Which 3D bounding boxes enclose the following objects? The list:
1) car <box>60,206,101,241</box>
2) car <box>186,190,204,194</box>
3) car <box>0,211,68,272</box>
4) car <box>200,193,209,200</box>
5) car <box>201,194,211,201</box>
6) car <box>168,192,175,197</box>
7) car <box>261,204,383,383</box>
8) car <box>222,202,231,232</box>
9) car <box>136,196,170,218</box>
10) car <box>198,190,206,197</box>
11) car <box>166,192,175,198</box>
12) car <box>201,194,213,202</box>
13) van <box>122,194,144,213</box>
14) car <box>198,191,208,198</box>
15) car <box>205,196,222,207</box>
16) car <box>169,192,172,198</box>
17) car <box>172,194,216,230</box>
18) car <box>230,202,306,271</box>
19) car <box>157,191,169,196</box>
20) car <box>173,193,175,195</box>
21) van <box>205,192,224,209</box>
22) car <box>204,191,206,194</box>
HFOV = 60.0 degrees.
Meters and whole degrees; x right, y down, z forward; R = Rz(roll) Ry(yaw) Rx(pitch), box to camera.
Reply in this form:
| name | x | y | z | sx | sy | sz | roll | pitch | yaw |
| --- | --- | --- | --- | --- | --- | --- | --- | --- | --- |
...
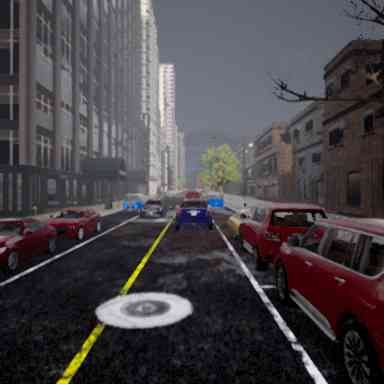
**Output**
| name | x | y | z | sx | sy | sz | roll | pitch | yaw |
| --- | --- | --- | --- | --- | --- | --- | --- | --- | --- |
| car | -5.675 | 1.417 | 16.020 | 1.887 | 1.381 | 4.507 | 1 | 0 | 0 |
| car | 0.112 | 0.851 | 43.904 | 2.150 | 2.045 | 5.566 | 0 | 1 | 0 |
| car | -5.677 | 1.499 | 10.474 | 1.802 | 1.307 | 4.206 | 1 | 0 | 0 |
| car | 2.722 | 0.896 | 71.649 | 1.752 | 1.417 | 4.829 | 1 | 1 | 0 |
| car | 2.719 | 1.007 | 65.934 | 1.802 | 1.307 | 4.206 | 1 | 1 | 0 |
| car | -5.652 | 0.680 | 93.493 | 1.752 | 1.417 | 4.829 | 1 | 1 | 0 |
| car | 2.705 | 1.276 | 4.921 | 2.192 | 1.841 | 5.009 | 1 | 0 | 0 |
| car | 2.706 | 1.396 | 16.188 | 1.752 | 1.417 | 4.829 | 1 | 0 | 0 |
| car | -3.089 | 1.301 | 27.415 | 1.812 | 1.442 | 4.674 | 0 | 1 | 0 |
| car | 2.731 | 0.468 | 93.661 | 2.192 | 1.841 | 5.009 | 1 | 1 | 0 |
| car | -5.655 | 0.775 | 88.119 | 1.947 | 1.339 | 4.313 | 1 | 1 | 0 |
| car | 2.718 | 1.023 | 60.389 | 1.887 | 1.381 | 4.507 | 1 | 1 | 0 |
| van | -5.667 | 1.071 | 32.657 | 1.690 | 1.788 | 3.998 | 1 | 0 | 0 |
| car | 2.728 | 0.579 | 82.569 | 2.192 | 1.841 | 5.009 | 1 | 1 | 0 |
| car | 2.713 | 1.197 | 43.750 | 1.947 | 1.339 | 4.313 | 1 | 1 | 0 |
| car | -5.657 | 0.741 | 65.932 | 2.192 | 1.841 | 5.009 | 1 | 1 | 0 |
| car | 0.104 | 1.189 | 20.076 | 2.097 | 1.767 | 4.553 | 0 | 0 | 0 |
| car | 2.707 | 1.232 | 10.470 | 2.192 | 1.841 | 5.009 | 1 | 0 | 0 |
| car | -5.663 | 1.060 | 60.389 | 1.802 | 1.307 | 4.206 | 1 | 1 | 0 |
| car | -5.656 | 0.791 | 82.401 | 1.752 | 1.417 | 4.829 | 1 | 1 | 0 |
| van | 2.714 | 1.022 | 38.202 | 1.690 | 1.788 | 3.998 | 1 | 1 | 0 |
| car | 2.716 | 1.021 | 49.294 | 1.967 | 1.590 | 4.097 | 1 | 1 | 0 |
